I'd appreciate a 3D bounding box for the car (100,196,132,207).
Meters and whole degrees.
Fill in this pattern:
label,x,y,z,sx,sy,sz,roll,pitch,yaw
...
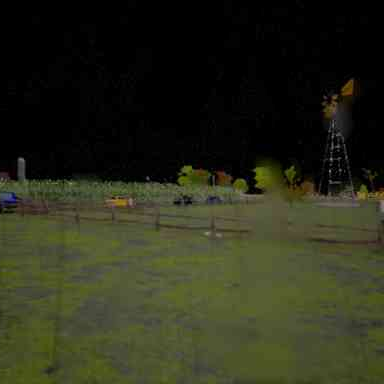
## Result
label,x,y,z,sx,sy,sz,roll,pitch,yaw
car,-10.903,1.394,47.779,1.882,1.535,5.008,0,-1,36

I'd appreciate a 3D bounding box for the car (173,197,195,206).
label,x,y,z,sx,sy,sz,roll,pitch,yaw
car,-1.361,1.573,56.041,1.994,1.385,4.181,0,-1,36

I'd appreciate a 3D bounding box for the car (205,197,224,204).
label,x,y,z,sx,sy,sz,roll,pitch,yaw
car,4.311,1.626,63.998,1.812,1.442,4.674,0,-1,36

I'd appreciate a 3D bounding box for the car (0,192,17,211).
label,x,y,z,sx,sy,sz,roll,pitch,yaw
car,-20.865,0.994,33.989,2.150,2.045,5.566,0,-1,36

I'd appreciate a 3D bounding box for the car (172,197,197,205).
label,x,y,z,sx,sy,sz,roll,pitch,yaw
car,-1.324,1.622,60.888,1.837,1.490,4.892,0,-1,36
